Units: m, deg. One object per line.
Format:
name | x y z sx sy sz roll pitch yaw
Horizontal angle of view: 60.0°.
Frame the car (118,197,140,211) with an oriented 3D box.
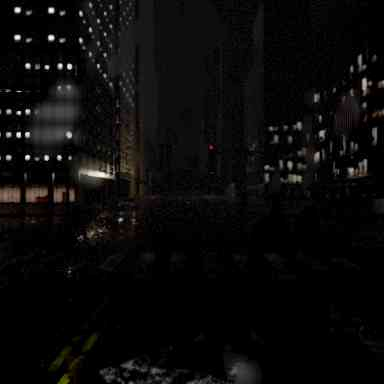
car | -7.009 1.301 37.323 1.812 1.442 4.674 0 1 -1
